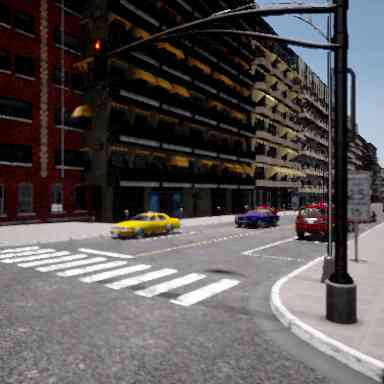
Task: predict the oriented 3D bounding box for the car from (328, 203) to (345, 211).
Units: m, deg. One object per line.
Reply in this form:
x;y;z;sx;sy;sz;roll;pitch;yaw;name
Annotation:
26.705;2.766;61.322;1.887;1.381;4.507;-1;-2;35;car

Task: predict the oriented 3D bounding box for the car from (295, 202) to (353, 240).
7.599;1.709;19.471;2.192;1.841;5.009;-1;-2;35;car

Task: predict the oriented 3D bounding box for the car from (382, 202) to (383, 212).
33.576;2.523;56.590;2.192;1.841;5.009;-1;-2;35;car

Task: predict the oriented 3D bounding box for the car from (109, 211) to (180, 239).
-2.619;1.826;19.421;1.752;1.417;4.829;-1;-2;35;car

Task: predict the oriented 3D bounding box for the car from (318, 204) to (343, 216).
19.006;2.456;45.619;2.033;1.411;5.357;0;-1;35;car

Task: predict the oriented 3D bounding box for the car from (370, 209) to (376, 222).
17.342;2.283;33.384;1.802;1.307;4.206;-1;-2;35;car

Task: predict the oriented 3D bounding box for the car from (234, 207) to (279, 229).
5.104;2.075;25.915;1.895;1.301;4.718;0;-1;35;car

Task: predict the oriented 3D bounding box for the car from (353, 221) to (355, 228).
10.847;2.042;24.105;1.887;1.381;4.507;-1;-2;35;car
